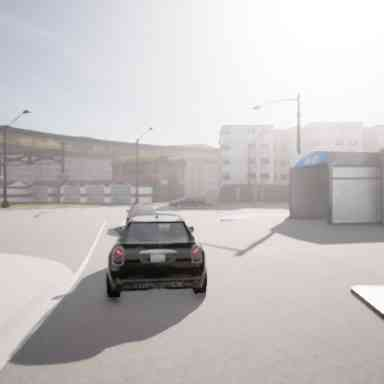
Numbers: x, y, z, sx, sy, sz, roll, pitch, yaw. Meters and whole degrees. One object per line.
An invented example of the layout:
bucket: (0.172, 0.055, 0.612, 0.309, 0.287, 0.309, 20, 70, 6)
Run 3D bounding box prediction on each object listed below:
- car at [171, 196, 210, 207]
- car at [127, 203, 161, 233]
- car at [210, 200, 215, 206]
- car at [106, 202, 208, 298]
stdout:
car: (-0.601, 1.368, 43.732, 4.892, 1.490, 1.837, 0, -1, -22)
car: (-3.063, 1.464, 20.381, 1.812, 1.442, 4.674, 0, 0, -11)
car: (0.875, 1.447, 48.030, 4.718, 1.301, 1.895, 0, 0, -18)
car: (-0.953, 1.325, 8.724, 2.097, 1.767, 4.553, 0, 0, -8)
